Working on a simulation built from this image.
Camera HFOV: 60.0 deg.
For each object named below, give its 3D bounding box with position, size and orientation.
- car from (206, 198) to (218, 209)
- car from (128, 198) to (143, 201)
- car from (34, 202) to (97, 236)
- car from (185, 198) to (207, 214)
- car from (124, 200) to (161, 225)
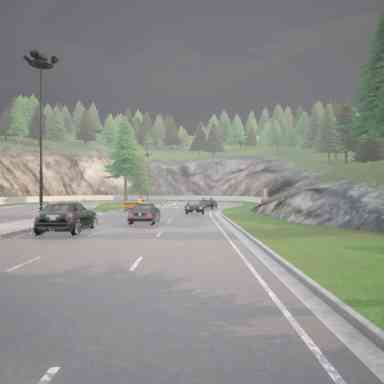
[{"bbox_3d":[2.216,1.492,44.518,2.128,1.511,4.902,0,0,14],"label":"car"},{"bbox_3d":[-6.301,1.478,38.140,1.882,1.535,5.008,0,0,6],"label":"car"},{"bbox_3d":[-6.900,1.352,18.631,2.097,1.767,4.553,0,0,0],"label":"car"},{"bbox_3d":[0.341,1.601,34.364,1.895,1.301,4.718,0,0,3],"label":"car"},{"bbox_3d":[-3.396,1.547,24.212,2.033,1.411,5.357,0,0,0],"label":"car"}]
